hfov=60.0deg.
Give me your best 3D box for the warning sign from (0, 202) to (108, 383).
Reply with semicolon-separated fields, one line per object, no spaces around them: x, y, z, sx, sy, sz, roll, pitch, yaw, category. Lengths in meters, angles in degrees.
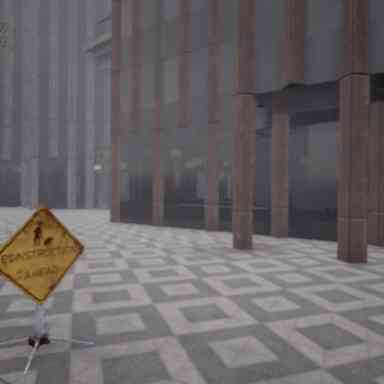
-1.968;1.091;4.320;1.060;1.860;1.300;1;0;35;warning sign
